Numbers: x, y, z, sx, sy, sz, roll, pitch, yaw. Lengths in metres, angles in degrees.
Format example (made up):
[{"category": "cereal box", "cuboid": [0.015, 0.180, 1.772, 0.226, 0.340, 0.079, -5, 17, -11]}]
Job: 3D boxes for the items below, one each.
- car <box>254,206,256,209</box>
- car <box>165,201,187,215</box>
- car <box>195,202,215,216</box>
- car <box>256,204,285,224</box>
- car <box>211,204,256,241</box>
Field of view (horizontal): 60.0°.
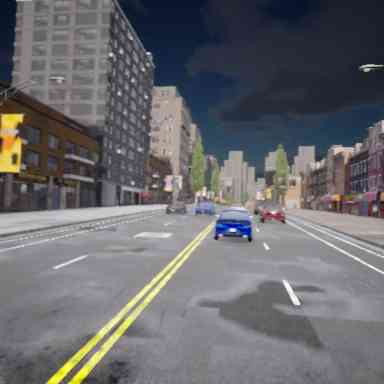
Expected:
[{"category": "car", "cuboid": [8.973, 2.257, 42.889, 1.994, 1.385, 4.181, 2, -1, 8]}, {"category": "car", "cuboid": [-1.701, 1.771, 37.717, 1.837, 1.490, 4.892, 2, -1, 8]}, {"category": "car", "cuboid": [1.514, 1.846, 37.246, 1.882, 1.535, 5.008, 2, -1, 8]}, {"category": "car", "cuboid": [7.294, 1.845, 30.602, 2.097, 1.767, 4.553, 2, -1, 8]}, {"category": "car", "cuboid": [2.317, 1.709, 18.415, 1.882, 1.535, 5.008, 2, 0, 8]}]
